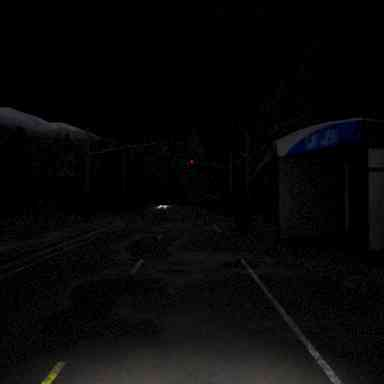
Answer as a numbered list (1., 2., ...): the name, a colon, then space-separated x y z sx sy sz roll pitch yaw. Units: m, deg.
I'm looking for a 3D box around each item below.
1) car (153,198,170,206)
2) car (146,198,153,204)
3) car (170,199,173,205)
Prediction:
1. car: -6.770 2.369 72.640 1.994 1.385 4.181 0 -1 -15
2. car: -12.386 2.487 89.576 4.902 1.511 2.128 -1 -1 42
3. car: -6.450 2.264 80.901 2.097 1.767 4.553 0 -1 -27
